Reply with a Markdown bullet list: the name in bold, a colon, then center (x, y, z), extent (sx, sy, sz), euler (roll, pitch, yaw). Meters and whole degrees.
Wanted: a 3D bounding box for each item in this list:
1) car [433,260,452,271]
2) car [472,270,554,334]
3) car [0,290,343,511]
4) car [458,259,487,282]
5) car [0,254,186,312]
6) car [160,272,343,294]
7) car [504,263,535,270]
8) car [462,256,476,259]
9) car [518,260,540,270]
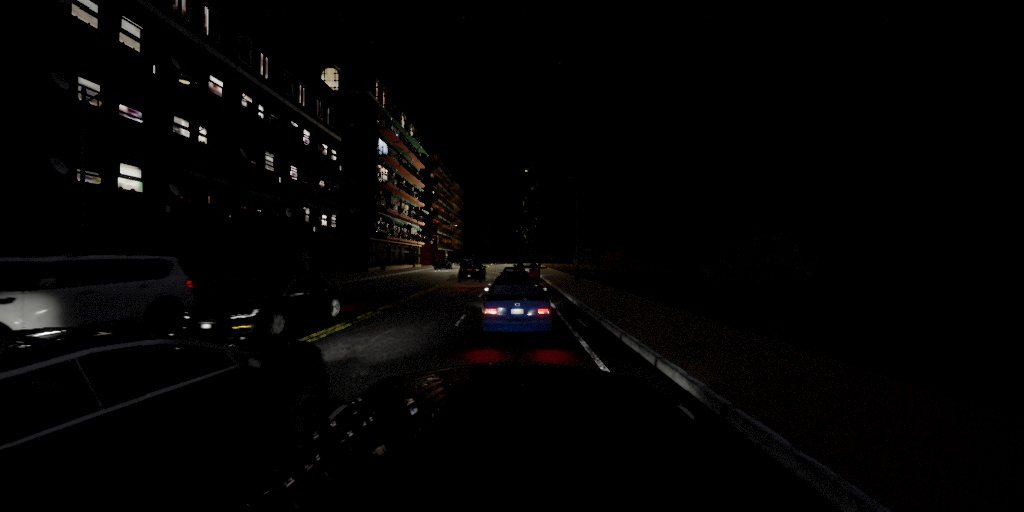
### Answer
- **car**: center (-9.759, 1.300, 51.022), extent (2.033, 1.411, 5.357), euler (0, 0, 0)
- **car**: center (0.117, 1.299, 10.613), extent (2.033, 1.411, 5.357), euler (0, 0, 0)
- **car**: center (-3.151, 1.241, 2.401), extent (2.128, 1.511, 4.902), euler (0, 0, 0)
- **car**: center (-3.102, 1.244, 28.516), extent (2.128, 1.511, 4.902), euler (0, 0, 0)
- **car**: center (-9.842, 0.972, 7.560), extent (2.150, 2.045, 5.566), euler (0, 0, 0)
- **car**: center (-6.587, 1.256, 10.153), extent (1.837, 1.490, 4.892), euler (0, 0, 0)
- **car**: center (0.128, 1.317, 20.946), extent (1.994, 1.385, 4.181), euler (0, 0, 1)
- **car**: center (-6.502, 0.974, 53.647), extent (2.150, 2.045, 5.566), euler (0, 0, 0)
- **car**: center (1.188, 1.105, 29.880), extent (2.097, 1.767, 4.553), euler (0, 0, 0)
